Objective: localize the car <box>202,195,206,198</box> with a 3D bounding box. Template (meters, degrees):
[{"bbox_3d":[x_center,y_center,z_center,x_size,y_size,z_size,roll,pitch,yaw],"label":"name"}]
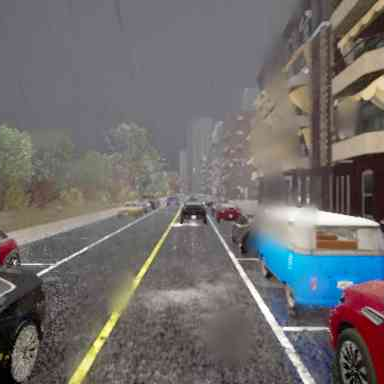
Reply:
[{"bbox_3d":[2.587,1.430,41.398,1.947,1.339,4.313,1,0,0],"label":"car"}]

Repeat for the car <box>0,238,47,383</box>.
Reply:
[{"bbox_3d":[-2.849,1.482,2.508,2.128,1.511,4.902,0,0,0],"label":"car"}]

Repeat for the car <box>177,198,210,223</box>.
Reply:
[{"bbox_3d":[0.109,1.421,24.605,1.837,1.490,4.892,0,0,0],"label":"car"}]

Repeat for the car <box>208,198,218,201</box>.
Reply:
[{"bbox_3d":[2.584,1.465,30.076,1.947,1.339,4.313,1,0,0],"label":"car"}]

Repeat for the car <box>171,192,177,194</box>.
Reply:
[{"bbox_3d":[-5.279,1.290,84.413,1.887,1.381,4.507,1,0,0],"label":"car"}]

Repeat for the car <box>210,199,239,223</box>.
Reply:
[{"bbox_3d":[2.582,1.461,24.415,1.887,1.381,4.507,1,0,0],"label":"car"}]

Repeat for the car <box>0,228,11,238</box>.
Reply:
[{"bbox_3d":[-5.303,1.416,6.720,1.967,1.590,4.097,1,0,0],"label":"car"}]

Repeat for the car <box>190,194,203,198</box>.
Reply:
[{"bbox_3d":[0.116,1.319,41.551,1.801,1.575,5.366,0,0,0],"label":"car"}]

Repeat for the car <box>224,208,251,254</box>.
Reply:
[{"bbox_3d":[2.578,1.520,13.093,1.947,1.339,4.313,1,0,0],"label":"car"}]

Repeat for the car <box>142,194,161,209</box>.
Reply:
[{"bbox_3d":[-5.291,1.182,40.643,2.192,1.841,5.009,1,0,0],"label":"car"}]

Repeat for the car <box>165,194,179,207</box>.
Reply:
[{"bbox_3d":[-2.734,1.372,49.063,1.812,1.442,4.674,0,0,0],"label":"car"}]

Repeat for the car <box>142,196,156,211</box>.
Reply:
[{"bbox_3d":[-5.295,1.434,34.990,2.008,1.369,4.403,1,0,0],"label":"car"}]

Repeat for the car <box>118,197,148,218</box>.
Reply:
[{"bbox_3d":[-5.296,1.427,29.166,1.752,1.417,4.829,1,0,0],"label":"car"}]

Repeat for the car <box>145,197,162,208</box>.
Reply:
[{"bbox_3d":[-5.291,1.432,46.298,1.802,1.307,4.206,1,0,0],"label":"car"}]

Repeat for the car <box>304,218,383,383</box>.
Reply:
[{"bbox_3d":[2.577,1.308,1.770,2.192,1.841,5.009,1,0,0],"label":"car"}]

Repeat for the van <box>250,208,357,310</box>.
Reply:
[{"bbox_3d":[2.579,1.314,7.431,1.690,1.788,3.998,1,0,0],"label":"van"}]
